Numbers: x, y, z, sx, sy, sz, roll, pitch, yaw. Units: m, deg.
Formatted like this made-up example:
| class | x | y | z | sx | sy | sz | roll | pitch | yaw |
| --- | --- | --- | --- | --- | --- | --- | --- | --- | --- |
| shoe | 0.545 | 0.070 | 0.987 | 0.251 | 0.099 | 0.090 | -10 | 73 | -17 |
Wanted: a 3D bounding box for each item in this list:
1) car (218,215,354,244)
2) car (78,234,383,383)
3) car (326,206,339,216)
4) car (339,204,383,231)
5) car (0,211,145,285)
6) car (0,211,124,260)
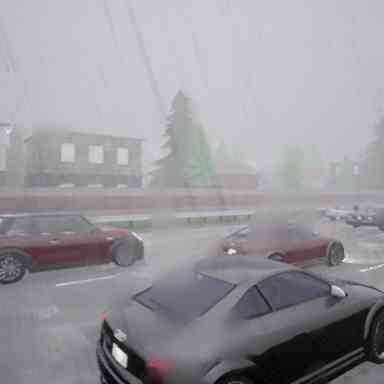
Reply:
| class | x | y | z | sx | sy | sz | roll | pitch | yaw |
| --- | --- | --- | --- | --- | --- | --- | --- | --- | --- |
| car | 2.715 | 1.565 | 9.992 | 4.181 | 1.385 | 1.994 | 0 | 0 | -35 |
| car | 0.928 | 1.565 | 4.430 | 4.181 | 1.385 | 1.994 | 0 | 0 | -35 |
| car | 12.421 | 1.604 | 25.510 | 4.718 | 1.301 | 1.895 | 0 | 0 | -35 |
| car | 11.734 | 1.550 | 20.723 | 5.357 | 1.411 | 2.033 | 0 | 0 | -35 |
| car | -3.670 | 1.351 | 9.752 | 4.553 | 1.767 | 2.097 | 0 | 0 | -35 |
| car | -5.031 | 1.565 | 13.075 | 4.181 | 1.385 | 1.994 | 0 | 0 | -35 |
